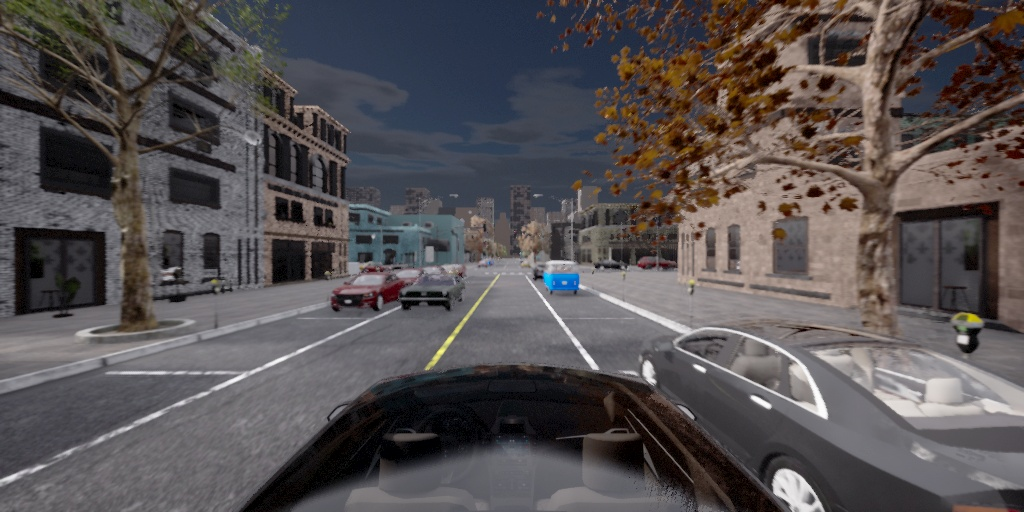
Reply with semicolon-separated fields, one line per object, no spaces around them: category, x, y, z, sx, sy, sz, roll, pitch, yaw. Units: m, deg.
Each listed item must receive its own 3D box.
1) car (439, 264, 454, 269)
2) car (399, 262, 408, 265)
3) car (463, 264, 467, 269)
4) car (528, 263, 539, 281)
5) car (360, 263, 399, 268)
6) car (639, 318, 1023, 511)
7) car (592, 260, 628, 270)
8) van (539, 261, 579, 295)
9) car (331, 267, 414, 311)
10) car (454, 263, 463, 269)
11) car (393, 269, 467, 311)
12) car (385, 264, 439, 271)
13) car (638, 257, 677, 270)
car;-5.682;1.394;25.780;1.888;1.381;4.507;0;0;0
car;-18.178;1.703;57.202;4.313;1.339;1.948;0;0;-1
car;-5.680;1.439;36.868;1.888;1.381;4.507;0;0;0
car;2.700;1.437;31.322;1.948;1.339;4.313;0;0;0
car;-18.061;1.616;48.855;4.097;1.591;1.967;0;0;-1
car;2.695;1.308;3.603;2.007;1.370;4.403;0;0;0
car;14.215;1.259;52.084;5.008;1.535;1.882;-1;0;-1
van;2.698;1.167;20.235;1.690;1.789;3.998;0;0;0
car;-5.683;1.348;14.691;1.888;1.381;4.507;0;0;0
car;-5.682;1.396;31.154;1.751;1.417;4.829;0;0;0
car;-3.097;1.405;14.796;1.895;1.301;4.718;0;0;0
car;-5.683;1.371;20.236;1.888;1.381;4.507;0;0;0
car;19.957;1.040;49.498;5.009;1.841;2.192;0;0;-1
